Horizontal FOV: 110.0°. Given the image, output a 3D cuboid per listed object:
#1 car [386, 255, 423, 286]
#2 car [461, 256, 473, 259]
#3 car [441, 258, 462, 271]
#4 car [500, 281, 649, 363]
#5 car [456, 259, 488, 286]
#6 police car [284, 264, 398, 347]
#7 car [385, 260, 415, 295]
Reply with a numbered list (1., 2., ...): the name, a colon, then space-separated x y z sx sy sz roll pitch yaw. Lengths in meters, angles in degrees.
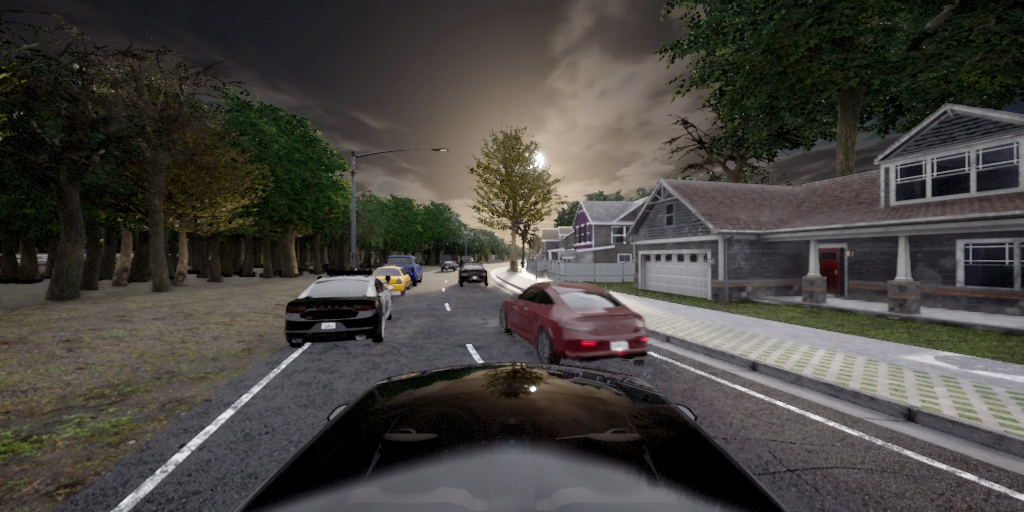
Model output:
1. car: -7.562 0.984 25.095 2.150 2.045 5.566 0 0 -9
2. car: -7.879 1.088 63.728 2.150 2.045 5.566 0 -1 4
3. car: -8.291 1.294 48.094 1.812 1.442 4.674 0 0 0
4. car: 1.072 1.278 7.960 1.812 1.442 4.674 0 0 -16
5. car: -2.812 1.236 25.454 1.882 1.535 5.008 0 0 -10
6. police car: -4.296 1.178 9.594 1.930 1.638 5.238 0 0 -15
7. car: -6.548 1.213 19.372 1.801 1.575 5.366 0 0 -11
